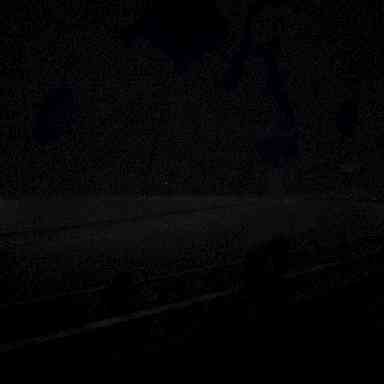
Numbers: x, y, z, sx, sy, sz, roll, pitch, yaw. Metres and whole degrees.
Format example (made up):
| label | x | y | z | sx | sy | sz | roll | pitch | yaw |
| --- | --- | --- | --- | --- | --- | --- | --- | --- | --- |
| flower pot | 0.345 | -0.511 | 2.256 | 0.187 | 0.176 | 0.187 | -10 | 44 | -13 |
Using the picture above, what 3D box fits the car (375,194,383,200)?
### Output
| label | x | y | z | sx | sy | sz | roll | pitch | yaw |
| --- | --- | --- | --- | --- | --- | --- | --- | --- | --- |
| car | 42.216 | 1.351 | 71.700 | 1.895 | 1.301 | 4.718 | -1 | 0 | 4 |
